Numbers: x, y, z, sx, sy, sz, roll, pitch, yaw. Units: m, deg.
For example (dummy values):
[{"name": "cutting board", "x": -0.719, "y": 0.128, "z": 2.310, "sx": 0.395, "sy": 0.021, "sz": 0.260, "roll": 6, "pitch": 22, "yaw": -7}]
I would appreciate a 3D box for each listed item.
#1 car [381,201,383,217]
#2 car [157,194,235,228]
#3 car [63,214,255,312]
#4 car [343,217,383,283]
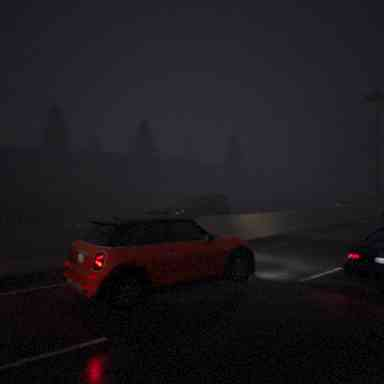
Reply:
[{"name": "car", "x": 14.180, "y": 1.433, "z": 22.189, "sx": 2.128, "sy": 1.511, "sz": 4.902, "roll": 0, "pitch": 0, "yaw": 42}, {"name": "car", "x": 0.433, "y": 1.196, "z": 23.085, "sx": 5.566, "sy": 2.045, "sz": 2.150, "roll": 0, "pitch": 0, "yaw": -45}, {"name": "car", "x": -0.565, "y": 1.344, "z": 8.000, "sx": 4.553, "sy": 1.767, "sz": 2.097, "roll": 0, "pitch": 0, "yaw": -38}, {"name": "car", "x": 5.963, "y": 1.523, "z": 8.825, "sx": 5.357, "sy": 1.411, "sz": 2.033, "roll": 0, "pitch": 0, "yaw": -41}]
